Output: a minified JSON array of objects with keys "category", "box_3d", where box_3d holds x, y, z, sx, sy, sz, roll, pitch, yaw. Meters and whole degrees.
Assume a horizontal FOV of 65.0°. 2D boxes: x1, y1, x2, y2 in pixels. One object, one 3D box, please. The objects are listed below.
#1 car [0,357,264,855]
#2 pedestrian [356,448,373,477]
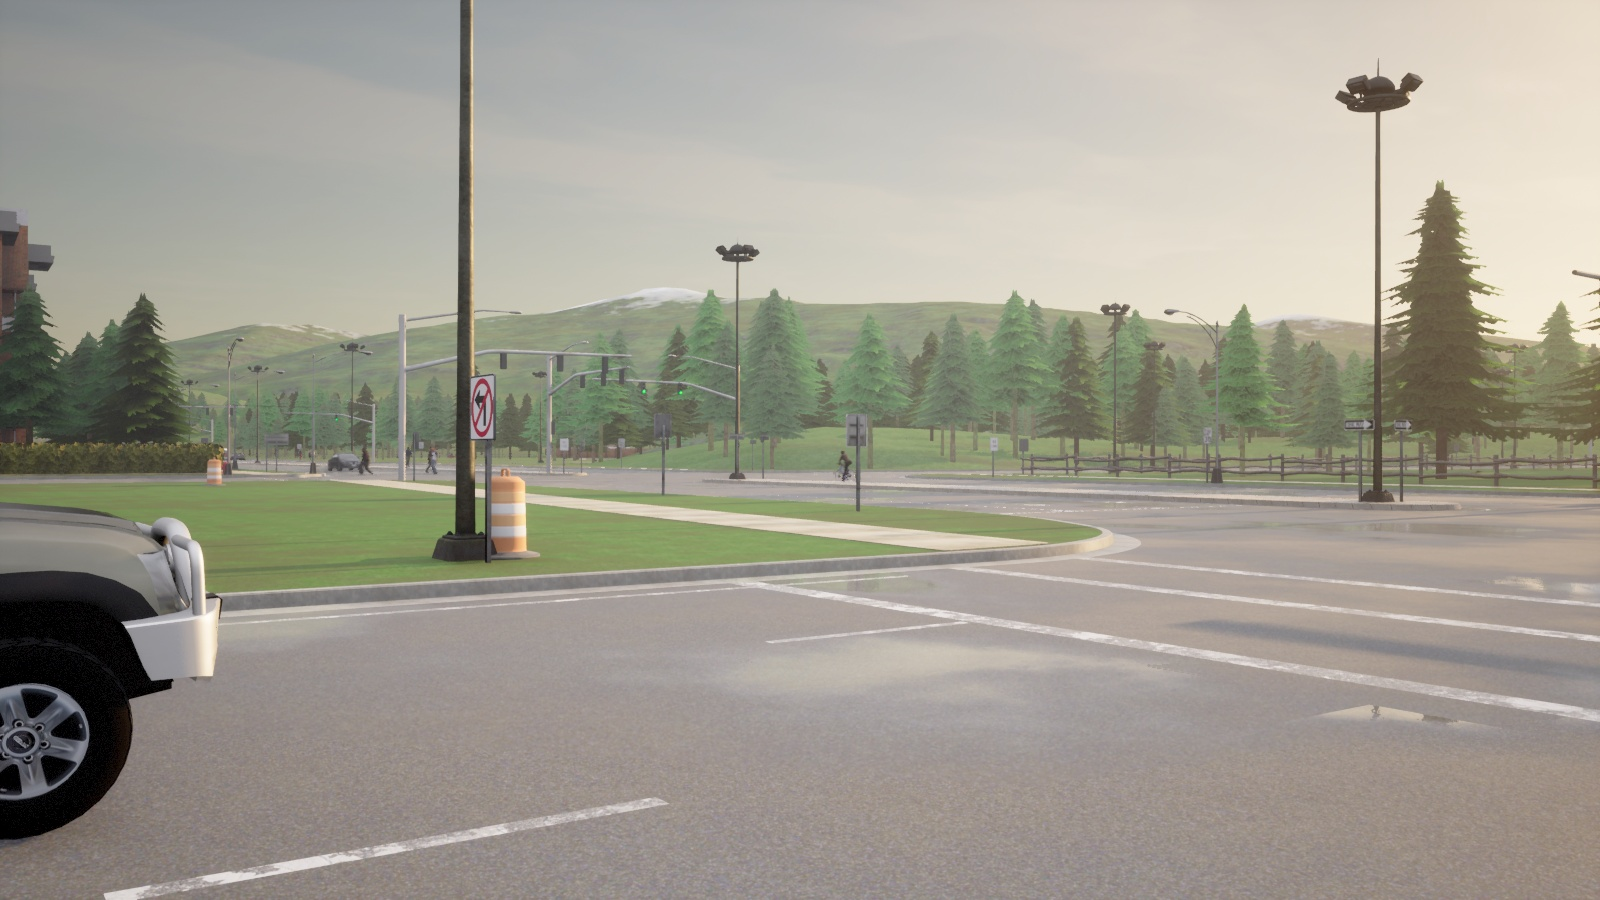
[{"category":"car","box_3d":[-4.662,0.583,4.678,4.605,1.855,1.932,0,0,-35]},{"category":"pedestrian","box_3d":[-27.901,0.790,80.491,0.899,1.844,0.634,0,0,-34]}]
